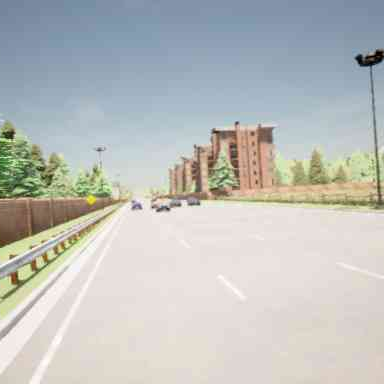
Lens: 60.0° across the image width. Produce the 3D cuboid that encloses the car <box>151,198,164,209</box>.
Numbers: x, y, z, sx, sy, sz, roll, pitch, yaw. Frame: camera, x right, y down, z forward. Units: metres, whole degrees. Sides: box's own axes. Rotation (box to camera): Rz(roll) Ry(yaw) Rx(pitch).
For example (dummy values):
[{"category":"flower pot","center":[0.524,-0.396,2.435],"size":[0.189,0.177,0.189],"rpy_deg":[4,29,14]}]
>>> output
[{"category":"car","center":[-6.442,2.358,60.304],"size":[1.895,1.301,4.718],"rpy_deg":[-4,0,-10]}]

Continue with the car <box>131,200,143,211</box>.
[{"category":"car","center":[-9.755,2.485,58.958],"size":[1.812,1.442,4.674],"rpy_deg":[-4,0,-10]}]

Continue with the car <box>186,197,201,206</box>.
[{"category":"car","center":[0.357,1.899,61.962],"size":[1.994,1.385,4.181],"rpy_deg":[-4,0,-10]}]

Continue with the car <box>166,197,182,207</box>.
[{"category":"car","center":[-3.042,2.093,61.116],"size":[2.033,1.411,5.357],"rpy_deg":[-4,0,-10]}]

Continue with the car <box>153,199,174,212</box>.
[{"category":"car","center":[-4.175,2.142,47.883],"size":[1.895,1.301,4.718],"rpy_deg":[-4,0,-10]}]

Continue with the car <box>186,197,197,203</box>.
[{"category":"car","center":[-0.173,2.040,84.686],"size":[2.033,1.411,5.357],"rpy_deg":[-4,0,-10]}]
